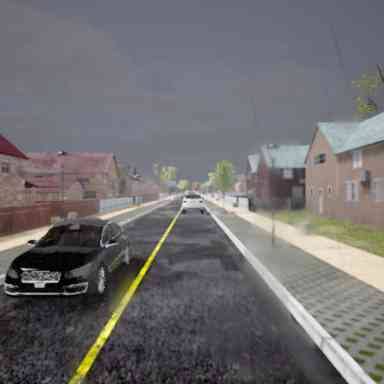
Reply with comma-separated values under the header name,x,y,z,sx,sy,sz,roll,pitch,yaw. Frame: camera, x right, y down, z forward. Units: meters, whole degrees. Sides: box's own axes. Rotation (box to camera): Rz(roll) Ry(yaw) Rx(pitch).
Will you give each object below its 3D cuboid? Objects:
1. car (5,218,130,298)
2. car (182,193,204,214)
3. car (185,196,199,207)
name,x,y,z,sx,sy,sz,roll,pitch,yaw
car,-2.849,1.496,8.647,1.837,1.490,4.892,0,0,0
car,0.109,1.165,35.129,2.150,2.045,5.566,0,-1,0
car,0.011,1.408,49.761,1.882,1.535,5.008,0,0,0
